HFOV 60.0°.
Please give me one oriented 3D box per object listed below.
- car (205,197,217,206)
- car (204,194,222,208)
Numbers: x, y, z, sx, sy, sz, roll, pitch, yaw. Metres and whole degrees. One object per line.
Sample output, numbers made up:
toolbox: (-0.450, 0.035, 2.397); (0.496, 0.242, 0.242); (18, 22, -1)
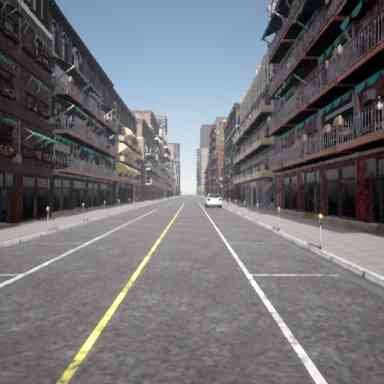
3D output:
car: (3.148, 1.554, 55.531); (1.812, 1.442, 4.674); (0, 0, 0)
car: (3.106, 1.245, 48.561); (2.150, 2.045, 5.566); (0, 0, 0)
